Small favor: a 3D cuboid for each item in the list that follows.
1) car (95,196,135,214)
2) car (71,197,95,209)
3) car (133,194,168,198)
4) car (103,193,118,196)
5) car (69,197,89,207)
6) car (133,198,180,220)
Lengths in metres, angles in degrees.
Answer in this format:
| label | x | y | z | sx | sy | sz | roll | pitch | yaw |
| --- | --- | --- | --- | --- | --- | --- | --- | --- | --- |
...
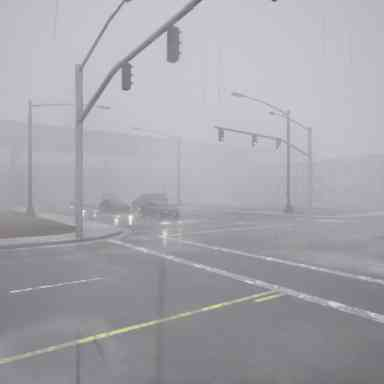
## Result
| label | x | y | z | sx | sy | sz | roll | pitch | yaw |
| --- | --- | --- | --- | --- | --- | --- | --- | --- | --- |
| car | -8.458 | 1.478 | 36.008 | 1.882 | 1.535 | 5.008 | 0 | 0 | -36 |
| car | -14.259 | 1.526 | 44.295 | 1.812 | 1.442 | 4.674 | 0 | 0 | -32 |
| car | -4.785 | 1.221 | 37.237 | 2.150 | 2.045 | 5.566 | 0 | 0 | -36 |
| car | -14.800 | 1.225 | 61.167 | 2.150 | 2.045 | 5.566 | 0 | 0 | 5 |
| car | -18.304 | 1.547 | 54.173 | 2.033 | 1.411 | 5.357 | 0 | 0 | -8 |
| car | -2.878 | 1.505 | 28.436 | 1.837 | 1.490 | 4.892 | 0 | 0 | -36 |
